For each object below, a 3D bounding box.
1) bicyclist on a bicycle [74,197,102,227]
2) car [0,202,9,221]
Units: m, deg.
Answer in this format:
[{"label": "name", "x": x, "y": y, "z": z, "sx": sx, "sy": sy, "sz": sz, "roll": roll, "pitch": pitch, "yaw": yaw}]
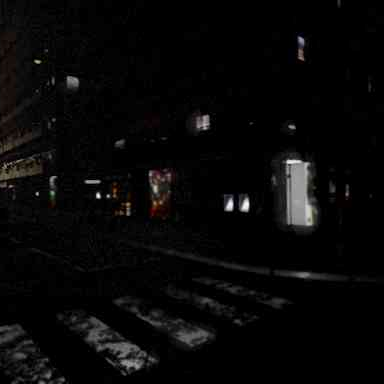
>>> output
[{"label": "bicyclist on a bicycle", "x": -5.757, "y": 1.092, "z": 18.517, "sx": 1.656, "sy": 1.620, "sz": 0.582, "roll": -2, "pitch": 1, "yaw": -41}, {"label": "car", "x": -14.565, "y": 1.376, "z": 24.157, "sx": 2.008, "sy": 1.369, "sz": 4.403, "roll": 0, "pitch": 0, "yaw": -41}]
